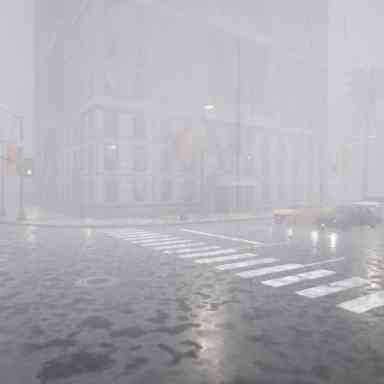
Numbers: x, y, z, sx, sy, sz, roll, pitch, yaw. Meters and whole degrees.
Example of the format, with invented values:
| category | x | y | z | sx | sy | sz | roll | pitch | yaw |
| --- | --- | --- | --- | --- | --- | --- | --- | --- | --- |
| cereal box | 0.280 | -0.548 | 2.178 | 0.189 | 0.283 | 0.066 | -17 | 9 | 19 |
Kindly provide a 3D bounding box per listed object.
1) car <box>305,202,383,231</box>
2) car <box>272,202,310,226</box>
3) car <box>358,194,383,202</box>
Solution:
| category | x | y | z | sx | sy | sz | roll | pitch | yaw |
| --- | --- | --- | --- | --- | --- | --- | --- | --- | --- |
| car | 9.856 | 1.557 | 20.919 | 5.357 | 1.411 | 2.033 | 0 | 0 | -34 |
| car | 7.918 | 1.488 | 23.830 | 5.008 | 1.535 | 1.882 | 0 | 0 | -34 |
| car | 16.379 | 1.235 | 29.487 | 5.566 | 2.045 | 2.150 | 0 | 0 | -34 |
